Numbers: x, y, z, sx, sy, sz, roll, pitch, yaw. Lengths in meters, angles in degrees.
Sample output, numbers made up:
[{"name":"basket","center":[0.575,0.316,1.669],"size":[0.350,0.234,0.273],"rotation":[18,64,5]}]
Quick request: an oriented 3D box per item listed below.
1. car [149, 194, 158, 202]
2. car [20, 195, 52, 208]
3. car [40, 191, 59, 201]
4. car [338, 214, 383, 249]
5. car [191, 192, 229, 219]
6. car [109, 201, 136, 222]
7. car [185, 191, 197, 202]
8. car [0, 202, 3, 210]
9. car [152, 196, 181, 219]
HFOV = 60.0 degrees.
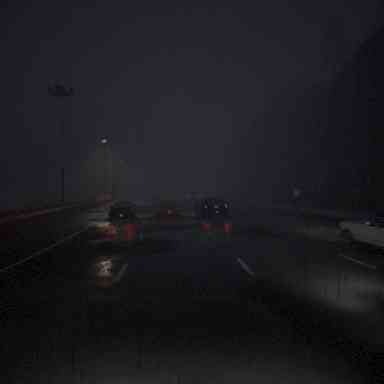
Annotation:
[{"name":"car","center":[-7.283,1.181,64.591],"size":[2.128,1.511,4.902],"rotation":[-1,0,-7]},{"name":"car","center":[-17.893,1.504,37.697],"size":[2.128,1.511,4.902],"rotation":[-1,0,-8]},{"name":"car","center":[-23.858,0.862,55.685],"size":[2.150,2.045,5.566],"rotation":[-1,0,-8]},{"name":"car","center":[7.168,1.423,11.750],"size":[1.895,1.301,4.718],"rotation":[-1,0,-5]},{"name":"car","center":[1.522,1.155,27.196],"size":[2.097,1.767,4.553],"rotation":[-1,0,-8]},{"name":"car","center":[-5.263,1.437,25.467],"size":[1.812,1.442,4.674],"rotation":[-1,0,-8]},{"name":"car","center":[0.002,0.825,62.022],"size":[2.150,2.045,5.566],"rotation":[-1,0,-7]},{"name":"car","center":[-25.505,1.644,41.507],"size":[2.033,1.411,5.357],"rotation":[-1,0,-8]},{"name":"car","center":[-2.052,1.330,27.498],"size":[1.882,1.535,5.008],"rotation":[-1,0,-8]}]
